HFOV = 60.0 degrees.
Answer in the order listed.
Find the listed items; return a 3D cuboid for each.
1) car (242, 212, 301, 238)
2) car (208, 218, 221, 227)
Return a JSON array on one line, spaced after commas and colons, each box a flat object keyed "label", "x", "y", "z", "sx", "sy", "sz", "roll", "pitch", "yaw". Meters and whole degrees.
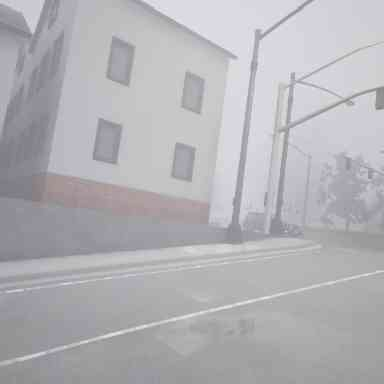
[{"label": "car", "x": 6.982, "y": 2.946, "z": 29.609, "sx": 2.150, "sy": 2.045, "sz": 5.566, "roll": 12, "pitch": -7, "yaw": -35}, {"label": "car", "x": 0.979, "y": 3.291, "z": 37.918, "sx": 2.033, "sy": 1.411, "sz": 5.357, "roll": 12, "pitch": -7, "yaw": -35}]
